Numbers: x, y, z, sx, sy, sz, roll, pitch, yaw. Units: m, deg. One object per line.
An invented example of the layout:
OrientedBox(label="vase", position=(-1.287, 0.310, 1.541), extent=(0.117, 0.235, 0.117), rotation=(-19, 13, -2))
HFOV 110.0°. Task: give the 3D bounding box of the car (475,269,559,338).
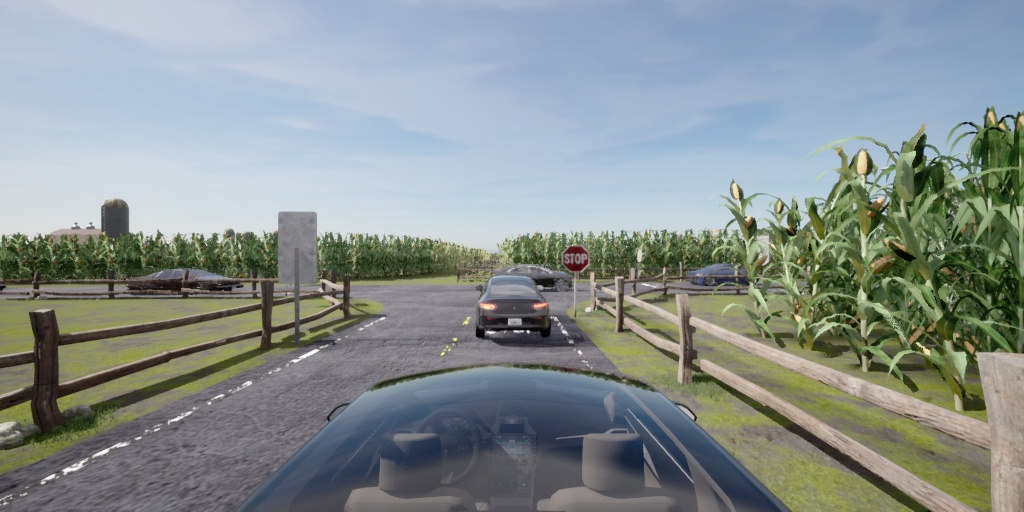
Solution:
OrientedBox(label="car", position=(-0.041, 1.275, 10.132), extent=(1.812, 1.442, 4.674), rotation=(0, 0, -3))

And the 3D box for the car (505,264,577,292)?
OrientedBox(label="car", position=(1.211, 1.223, 20.444), extent=(4.902, 1.511, 2.128), rotation=(0, 0, 0))

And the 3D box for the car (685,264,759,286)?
OrientedBox(label="car", position=(13.627, 1.197, 23.376), extent=(4.181, 1.385, 1.994), rotation=(0, 0, 0))

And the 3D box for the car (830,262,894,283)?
OrientedBox(label="car", position=(23.563, 1.073, 23.351), extent=(4.892, 1.490, 1.837), rotation=(0, 0, 0))

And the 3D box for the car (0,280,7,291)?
OrientedBox(label="car", position=(-32.111, 1.526, 20.498), extent=(4.674, 1.442, 1.812), rotation=(-1, 0, 0))

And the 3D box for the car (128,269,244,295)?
OrientedBox(label="car", position=(-18.524, 1.437, 20.474), extent=(5.357, 1.411, 2.033), rotation=(0, 0, 0))
